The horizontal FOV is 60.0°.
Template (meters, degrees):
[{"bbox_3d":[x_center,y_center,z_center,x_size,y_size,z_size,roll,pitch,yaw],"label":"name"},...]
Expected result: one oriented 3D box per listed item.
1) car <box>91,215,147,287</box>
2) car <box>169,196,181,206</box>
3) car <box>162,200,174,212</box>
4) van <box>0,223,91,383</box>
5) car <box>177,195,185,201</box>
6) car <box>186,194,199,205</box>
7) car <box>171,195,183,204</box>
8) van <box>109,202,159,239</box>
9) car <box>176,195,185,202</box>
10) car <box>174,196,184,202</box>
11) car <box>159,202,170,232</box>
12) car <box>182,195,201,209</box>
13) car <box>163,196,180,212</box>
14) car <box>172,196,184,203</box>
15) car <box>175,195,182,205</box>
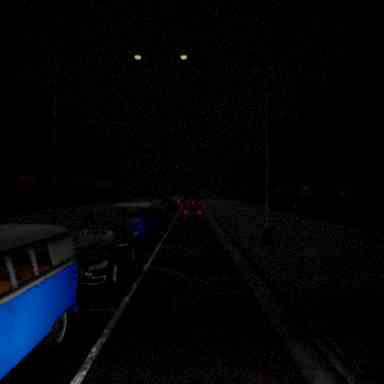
[{"bbox_3d":[-2.634,1.570,9.262,2.008,1.369,4.403,1,0,0],"label":"car"},{"bbox_3d":[-2.651,1.398,53.418,1.752,1.417,4.829,1,0,0],"label":"car"},{"bbox_3d":[-2.636,1.547,25.893,1.802,1.307,4.206,1,0,0],"label":"car"},{"bbox_3d":[-2.632,1.353,3.716,1.690,1.788,3.998,0,0,0],"label":"van"},{"bbox_3d":[-2.664,1.449,81.290,2.008,1.369,4.403,1,0,0],"label":"car"},{"bbox_3d":[0.076,1.224,57.517,2.097,1.767,4.553,0,0,0],"label":"car"},{"bbox_3d":[-2.653,1.311,59.127,1.967,1.590,4.097,1,0,0],"label":"car"},{"bbox_3d":[-2.632,1.354,14.807,1.690,1.788,3.998,1,0,0],"label":"van"},{"bbox_3d":[-2.662,1.435,75.748,1.887,1.381,4.507,1,0,0],"label":"car"},{"bbox_3d":[-2.660,1.449,70.208,1.947,1.339,4.313,1,0,0],"label":"car"},{"bbox_3d":[-2.636,1.560,20.353,1.947,1.339,4.313,1,0,0],"label":"car"},{"bbox_3d":[0.084,1.245,42.433,2.097,1.767,4.553,0,0,0],"label":"car"},{"bbox_3d":[-2.641,1.477,36.970,1.947,1.339,4.313,1,0,0],"label":"car"},{"bbox_3d":[-2.657,1.426,64.667,2.008,1.369,4.403,1,0,0],"label":"car"},{"bbox_3d":[-2.645,1.474,42.510,1.802,1.307,4.206,1,0,0],"label":"car"}]
